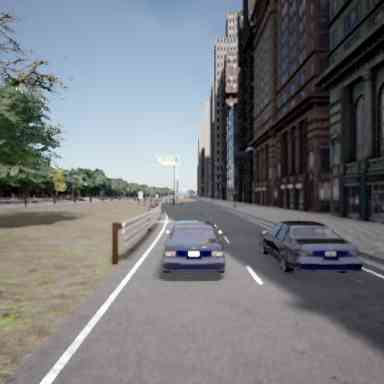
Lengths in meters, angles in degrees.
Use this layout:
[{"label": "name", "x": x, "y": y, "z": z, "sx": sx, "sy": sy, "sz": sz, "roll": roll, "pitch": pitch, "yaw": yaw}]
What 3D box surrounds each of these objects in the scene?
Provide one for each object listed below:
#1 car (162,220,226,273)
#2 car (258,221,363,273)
[{"label": "car", "x": 0.064, "y": 1.655, "z": 11.049, "sx": 2.033, "sy": 1.411, "sz": 5.357, "roll": 0, "pitch": -1, "yaw": 0}, {"label": "car", "x": 3.564, "y": 1.655, "z": 11.033, "sx": 2.033, "sy": 1.411, "sz": 5.357, "roll": 0, "pitch": -1, "yaw": 0}]
